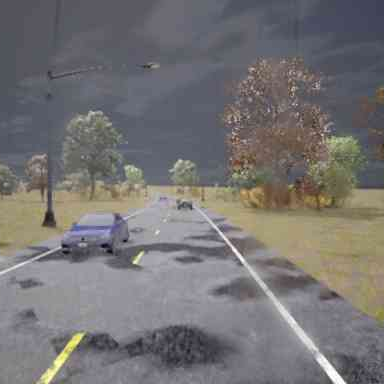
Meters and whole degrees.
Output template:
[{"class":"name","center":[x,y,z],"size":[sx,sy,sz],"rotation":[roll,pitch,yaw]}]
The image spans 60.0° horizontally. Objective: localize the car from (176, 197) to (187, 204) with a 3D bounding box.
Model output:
[{"class":"car","center":[-1.965,1.581,62.994],"size":[1.895,1.301,4.718],"rotation":[0,0,-4]}]

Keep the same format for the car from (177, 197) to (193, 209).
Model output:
[{"class":"car","center":[-0.937,1.524,44.186],"size":[1.812,1.442,4.674],"rotation":[0,0,-3]}]

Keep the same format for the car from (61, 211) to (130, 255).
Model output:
[{"class":"car","center":[-3.718,1.535,13.553],"size":[1.812,1.442,4.674],"rotation":[0,0,-1]}]

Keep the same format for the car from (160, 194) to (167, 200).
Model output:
[{"class":"car","center":[-7.717,1.413,90.433],"size":[1.882,1.535,5.008],"rotation":[0,0,-5]}]
